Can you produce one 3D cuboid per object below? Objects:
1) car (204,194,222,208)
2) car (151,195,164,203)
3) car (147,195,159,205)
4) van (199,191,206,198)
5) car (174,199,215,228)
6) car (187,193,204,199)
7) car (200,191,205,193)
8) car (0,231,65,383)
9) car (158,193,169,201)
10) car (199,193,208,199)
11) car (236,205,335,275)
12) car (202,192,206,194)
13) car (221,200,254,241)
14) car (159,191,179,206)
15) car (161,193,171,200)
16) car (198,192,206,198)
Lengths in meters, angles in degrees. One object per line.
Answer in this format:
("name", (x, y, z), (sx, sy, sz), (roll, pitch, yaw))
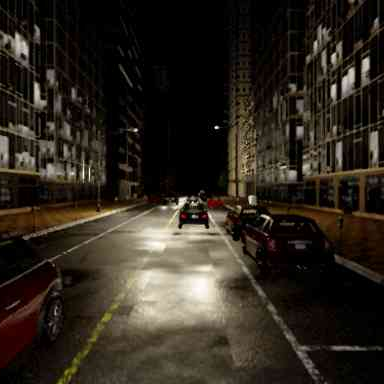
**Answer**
("car", (2.691, 1.256, 38.669), (1.887, 1.381, 4.507), (0, 0, 0))
("car", (-5.690, 1.151, 55.753), (1.802, 1.307, 4.206), (0, 0, 0))
("car", (-5.690, 1.162, 50.059), (1.887, 1.381, 4.507), (0, 0, 0))
("van", (2.690, 0.663, 84.205), (1.690, 1.788, 3.998), (0, 1, 0))
("car", (0.101, 1.395, 20.911), (2.033, 1.411, 5.357), (0, 0, 0))
("car", (0.100, 1.235, 41.528), (2.033, 1.411, 5.357), (0, 0, 0))
("car", (2.690, 1.038, 67.129), (1.947, 1.339, 4.313), (0, 0, 0))
("car", (-3.000, 1.328, 3.198), (2.097, 1.767, 4.553), (0, 0, 0))
("car", (-5.690, 1.017, 67.137), (1.887, 1.381, 4.507), (0, 0, 0))
("car", (2.690, 0.939, 78.513), (1.947, 1.339, 4.313), (0, 1, 0))
("car", (2.692, 1.366, 10.207), (1.967, 1.590, 4.097), (0, 0, 0))
("car", (2.690, 1.136, 55.745), (1.947, 1.339, 4.313), (0, 0, 0))
("car", (2.691, 1.324, 15.899), (1.967, 1.590, 4.097), (0, 0, 0))
("car", (-3.002, 0.859, 47.834), (2.150, 2.045, 5.566), (0, 0, 0))
("car", (-5.691, 0.988, 72.830), (1.947, 1.339, 4.313), (0, 0, 0))
("car", (2.690, 0.710, 89.897), (1.967, 1.590, 4.097), (0, 1, 0))
